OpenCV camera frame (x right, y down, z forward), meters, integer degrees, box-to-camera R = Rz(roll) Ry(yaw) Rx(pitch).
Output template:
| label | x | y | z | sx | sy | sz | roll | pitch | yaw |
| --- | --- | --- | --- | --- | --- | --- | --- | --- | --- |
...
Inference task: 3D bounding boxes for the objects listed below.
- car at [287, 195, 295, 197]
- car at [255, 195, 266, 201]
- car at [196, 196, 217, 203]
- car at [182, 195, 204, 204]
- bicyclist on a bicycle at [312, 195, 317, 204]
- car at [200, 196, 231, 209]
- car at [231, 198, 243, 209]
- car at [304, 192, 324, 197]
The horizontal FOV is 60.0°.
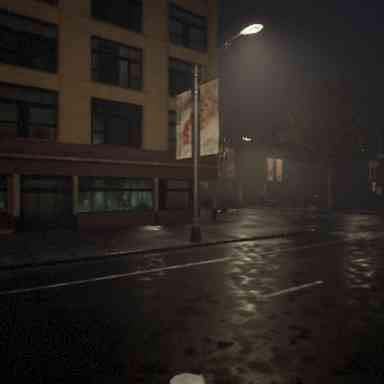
| label | x | y | z | sx | sy | sz | roll | pitch | yaw |
| --- | --- | --- | --- | --- | --- | --- | --- | --- | --- |
| car | 25.765 | 1.440 | 89.015 | 1.895 | 1.301 | 4.718 | 0 | 0 | -36 |
| car | 16.113 | 1.394 | 82.565 | 2.161 | 1.482 | 4.786 | 0 | 0 | -36 |
| car | 2.954 | 1.553 | 67.778 | 1.994 | 1.385 | 4.181 | 0 | 0 | -36 |
| car | 0.113 | 1.465 | 65.734 | 1.882 | 1.535 | 5.008 | 0 | 0 | -36 |
| bicyclist on a bicycle | 20.807 | 1.285 | 56.461 | 1.656 | 1.620 | 0.582 | 0 | 0 | -36 |
| car | 2.481 | 1.517 | 42.597 | 1.812 | 1.442 | 4.674 | 0 | 0 | -36 |
| car | 4.785 | 1.495 | 45.391 | 1.837 | 1.490 | 4.892 | 0 | 0 | -36 |
| car | 26.590 | 1.300 | 75.082 | 2.002 | 1.452 | 4.674 | 0 | 0 | -36 |
